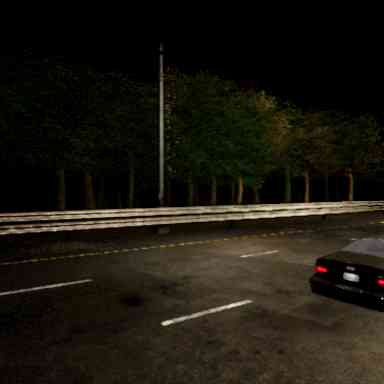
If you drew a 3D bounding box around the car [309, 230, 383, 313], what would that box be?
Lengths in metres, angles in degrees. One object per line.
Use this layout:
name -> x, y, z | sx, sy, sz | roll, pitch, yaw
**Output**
car -> 4.850, 1.550, 7.328 | 5.357, 1.411, 2.033 | 0, 0, -35
